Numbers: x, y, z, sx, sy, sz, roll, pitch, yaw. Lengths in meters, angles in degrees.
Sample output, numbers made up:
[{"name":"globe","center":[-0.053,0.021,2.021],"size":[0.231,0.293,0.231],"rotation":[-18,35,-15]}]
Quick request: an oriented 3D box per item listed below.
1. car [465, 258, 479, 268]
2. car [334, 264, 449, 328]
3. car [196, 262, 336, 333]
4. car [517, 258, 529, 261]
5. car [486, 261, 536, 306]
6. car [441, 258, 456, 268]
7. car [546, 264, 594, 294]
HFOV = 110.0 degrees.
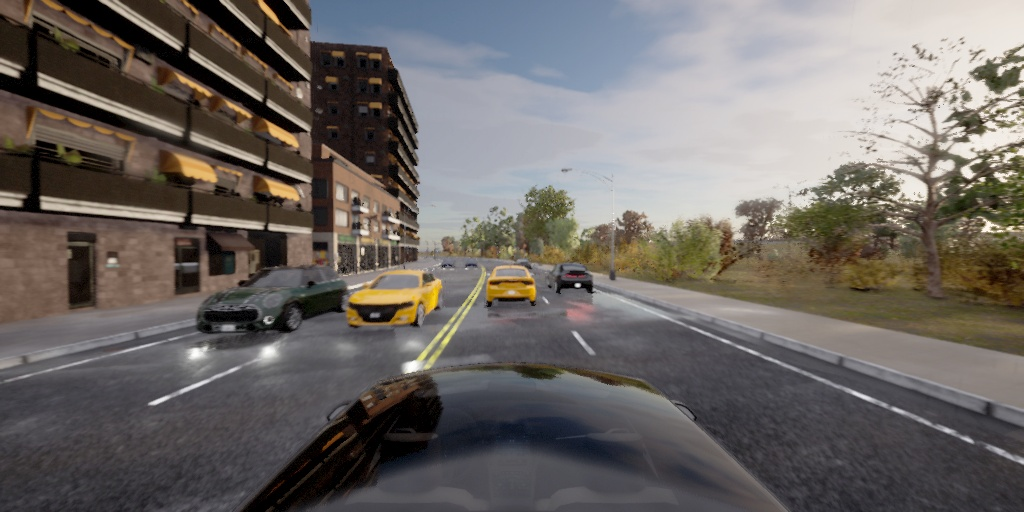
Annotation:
[{"name":"car","center":[-6.021,1.012,53.630],"size":[2.033,1.411,5.357],"rotation":[0,0,-5]},{"name":"car","center":[-3.457,1.191,11.428],"size":[1.882,1.535,5.008],"rotation":[0,0,-1]},{"name":"car","center":[-6.698,1.085,10.664],"size":[2.097,1.767,4.553],"rotation":[0,0,-1]},{"name":"car","center":[1.366,1.003,45.754],"size":[1.812,1.442,4.674],"rotation":[0,1,-5]},{"name":"car","center":[-0.085,1.152,15.441],"size":[1.882,1.535,5.008],"rotation":[0,0,-2]},{"name":"car","center":[-9.110,1.040,51.910],"size":[2.033,1.411,5.357],"rotation":[0,0,-5]},{"name":"car","center":[3.035,1.139,19.377],"size":[1.837,1.490,4.892],"rotation":[0,0,-2]}]
